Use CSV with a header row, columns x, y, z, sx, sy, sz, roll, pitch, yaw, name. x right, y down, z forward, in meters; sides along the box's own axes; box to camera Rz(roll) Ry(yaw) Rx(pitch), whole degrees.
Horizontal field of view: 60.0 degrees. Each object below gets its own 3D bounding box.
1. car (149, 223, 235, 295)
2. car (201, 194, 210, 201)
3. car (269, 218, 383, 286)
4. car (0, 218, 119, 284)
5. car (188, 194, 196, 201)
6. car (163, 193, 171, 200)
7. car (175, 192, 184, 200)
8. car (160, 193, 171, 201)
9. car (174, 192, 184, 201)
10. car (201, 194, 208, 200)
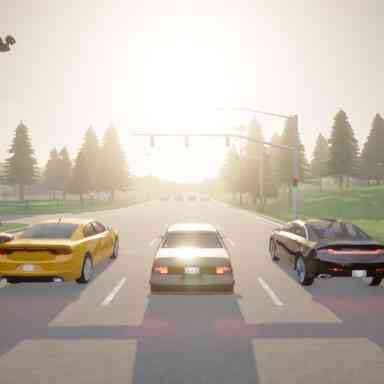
x,y,z,sx,sy,sz,roll,pitch,yaw,name
0.005,1.547,8.873,2.033,1.411,5.357,0,0,0,car
3.503,1.516,83.975,1.812,1.442,4.674,0,0,0,car
3.512,1.492,9.393,2.128,1.511,4.902,0,0,0,car
-3.487,1.478,9.627,1.882,1.535,5.008,0,0,1,car
0.003,1.346,83.912,2.097,1.767,4.553,0,0,0,car
-6.996,1.187,93.949,2.097,1.767,4.553,0,0,0,car
-3.496,1.057,94.009,2.150,2.045,5.566,0,0,0,car
-6.997,1.492,83.559,1.837,1.490,4.892,0,0,0,car
-3.497,1.469,83.559,1.882,1.535,5.008,0,0,0,car
3.504,1.356,93.978,1.812,1.442,4.674,0,0,0,car
